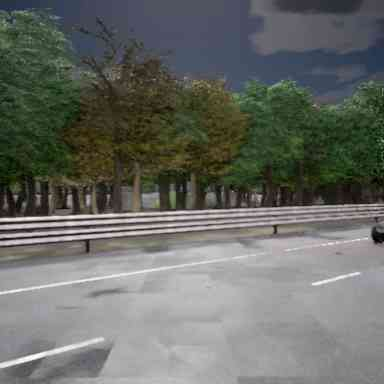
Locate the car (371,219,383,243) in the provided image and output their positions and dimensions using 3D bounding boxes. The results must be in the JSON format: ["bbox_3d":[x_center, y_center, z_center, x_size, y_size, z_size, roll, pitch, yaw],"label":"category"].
[{"bbox_3d":[9.785,1.557,14.649,4.181,1.385,1.994,0,0,-33],"label":"car"}]
